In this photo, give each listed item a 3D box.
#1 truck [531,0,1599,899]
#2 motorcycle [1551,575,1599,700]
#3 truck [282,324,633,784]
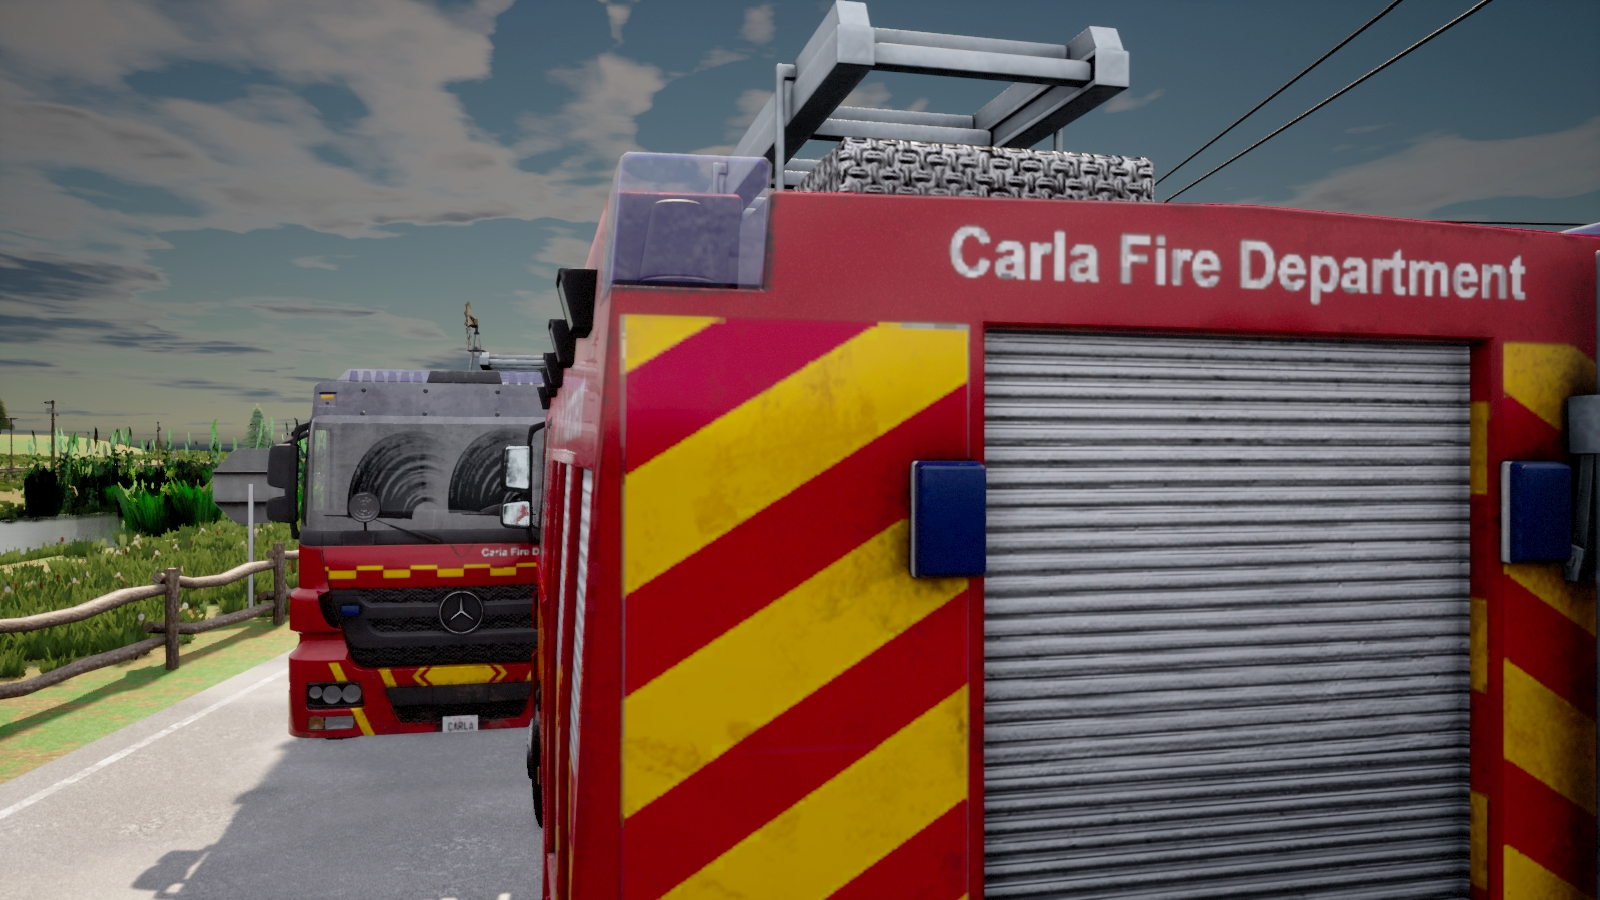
[{"bbox_3d":[-0.109,0.866,6.872,2.891,3.827,8.468,0,0,-13],"label":"truck"},{"bbox_3d":[9.811,2.142,13.173,1.805,1.316,0.856,0,0,-7],"label":"motorcycle"},{"bbox_3d":[-3.886,0.862,13.959,2.891,3.827,8.468,0,0,-13],"label":"truck"}]
